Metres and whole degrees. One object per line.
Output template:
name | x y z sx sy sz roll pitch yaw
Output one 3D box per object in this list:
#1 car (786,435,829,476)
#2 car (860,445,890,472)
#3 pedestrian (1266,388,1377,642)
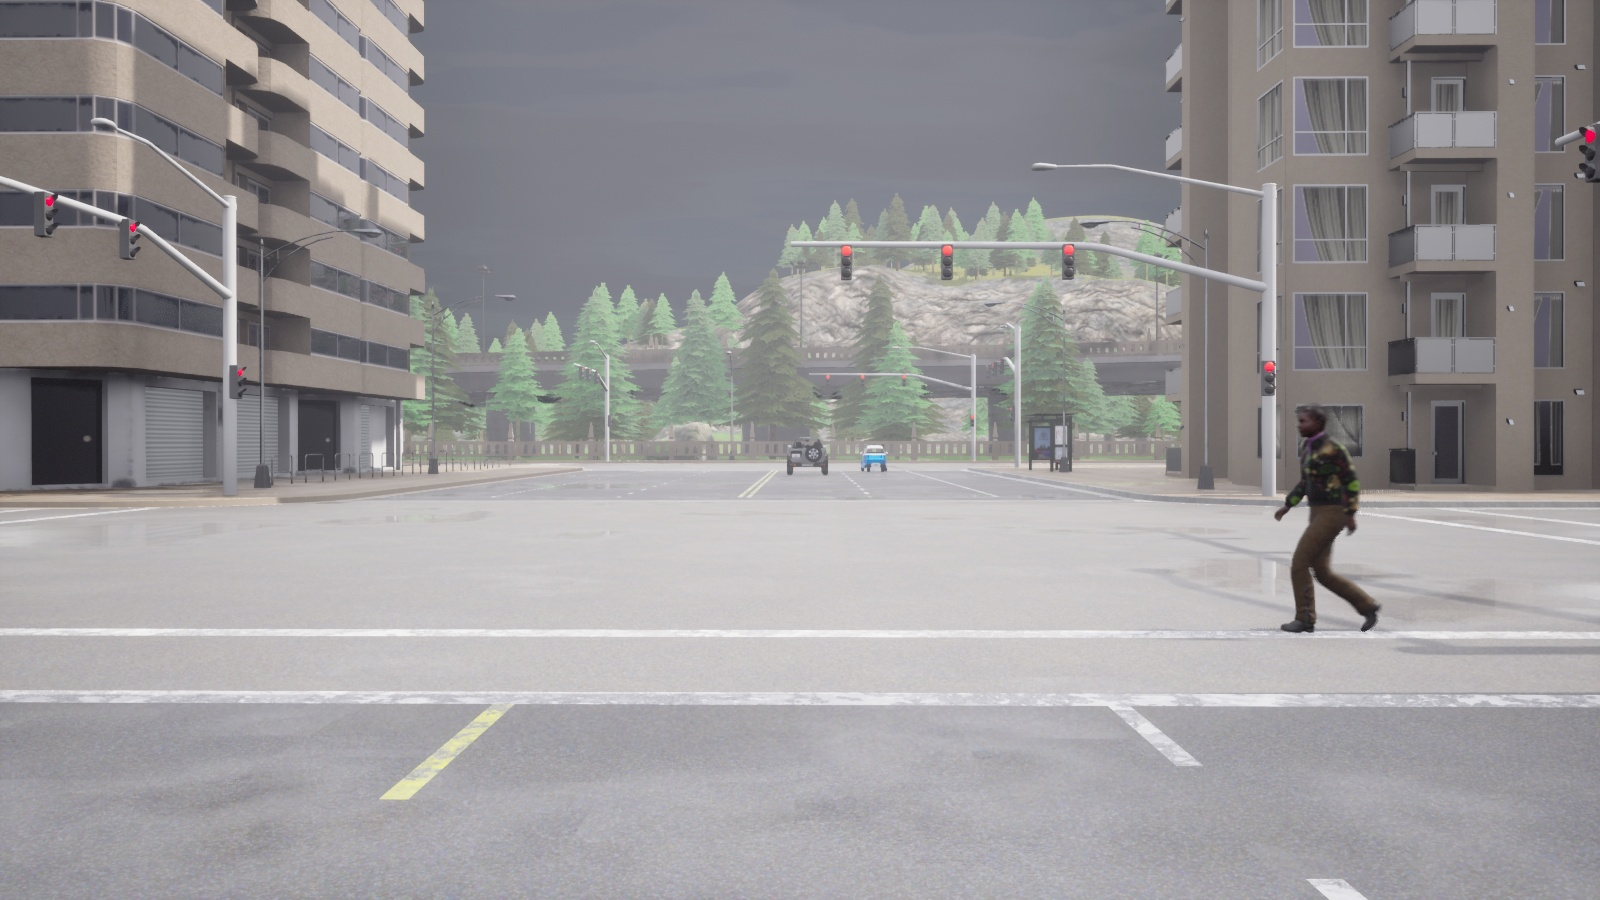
car | 0.350 0.229 59.258 1.932 1.855 4.605 0 0 0
car | 3.885 0.436 65.278 1.481 1.376 2.207 0 1 1
pedestrian | 4.029 0.491 9.728 0.692 1.930 0.395 0 0 2
